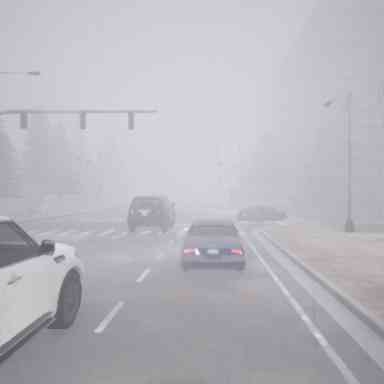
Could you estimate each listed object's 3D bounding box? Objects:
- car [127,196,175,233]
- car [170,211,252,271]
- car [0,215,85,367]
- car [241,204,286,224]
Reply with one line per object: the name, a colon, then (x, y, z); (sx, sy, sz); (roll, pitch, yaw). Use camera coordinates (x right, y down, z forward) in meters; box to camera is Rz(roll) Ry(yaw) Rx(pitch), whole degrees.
car: (-2.311, 1.230, 19.991); (2.150, 2.045, 5.566); (0, 0, 3)
car: (0.671, 1.557, 10.905); (2.033, 1.411, 5.357); (0, 0, 3)
car: (-3.091, 1.218, 3.764); (2.150, 2.045, 5.566); (0, 0, 1)
car: (5.511, 1.645, 25.970); (4.181, 1.385, 1.994); (0, 0, -39)
